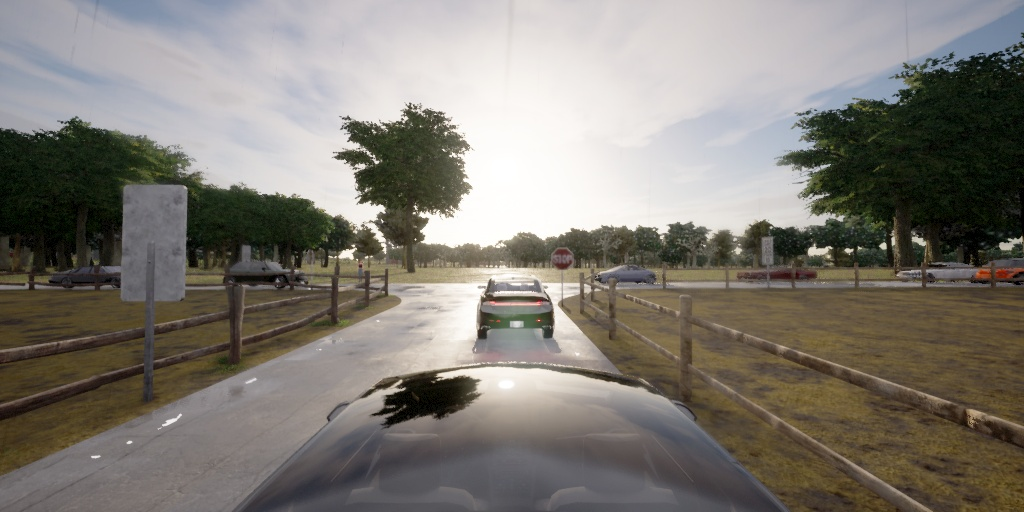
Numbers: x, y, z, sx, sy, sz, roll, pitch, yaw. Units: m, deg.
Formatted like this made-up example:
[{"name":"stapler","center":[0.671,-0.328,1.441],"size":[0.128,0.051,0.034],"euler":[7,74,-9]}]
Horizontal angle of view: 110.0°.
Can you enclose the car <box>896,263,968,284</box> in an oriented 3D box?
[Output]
[{"name":"car","center":[30.137,1.189,25.218],"size":[4.674,1.442,1.812],"euler":[0,-2,6]}]

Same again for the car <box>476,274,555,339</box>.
[{"name":"car","center":[0.041,1.255,10.107],"size":[2.128,1.511,4.902],"euler":[0,0,-1]}]

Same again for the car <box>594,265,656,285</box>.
[{"name":"car","center":[7.970,1.339,25.475],"size":[4.181,1.385,1.994],"euler":[0,-2,-6]}]

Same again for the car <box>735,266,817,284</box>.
[{"name":"car","center":[18.882,1.332,25.805],"size":[4.718,1.301,1.895],"euler":[0,-2,1]}]

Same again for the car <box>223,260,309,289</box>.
[{"name":"car","center":[-15.517,1.122,22.820],"size":[4.553,1.767,2.097],"euler":[0,-2,1]}]

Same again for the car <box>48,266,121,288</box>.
[{"name":"car","center":[-25.894,1.315,22.831],"size":[5.357,1.411,2.033],"euler":[0,-2,0]}]

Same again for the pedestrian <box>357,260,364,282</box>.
[{"name":"pedestrian","center":[-12.189,1.188,28.848],"size":[0.375,1.860,0.375],"euler":[0,-1,0]}]

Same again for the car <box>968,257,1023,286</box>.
[{"name":"car","center":[32.076,0.922,22.079],"size":[4.553,1.767,2.097],"euler":[0,-2,7]}]
